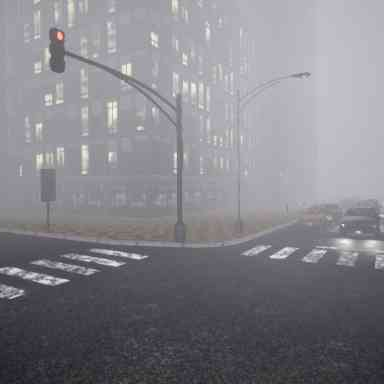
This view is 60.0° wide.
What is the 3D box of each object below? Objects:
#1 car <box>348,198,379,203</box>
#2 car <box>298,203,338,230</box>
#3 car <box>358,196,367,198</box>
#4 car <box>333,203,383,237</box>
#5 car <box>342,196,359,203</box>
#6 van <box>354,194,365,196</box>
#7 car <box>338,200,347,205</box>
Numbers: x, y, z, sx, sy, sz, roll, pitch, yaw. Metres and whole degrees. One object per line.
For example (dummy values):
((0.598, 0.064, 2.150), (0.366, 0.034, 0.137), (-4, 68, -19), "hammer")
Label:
((14.204, 1.476, 26.973), (2.128, 1.511, 4.902), (0, 0, 30), "car")
((7.901, 1.515, 21.128), (1.752, 1.417, 4.829), (-1, 0, 29), "car")
((19.263, 1.485, 35.827), (1.837, 1.490, 4.892), (0, 0, 29), "car")
((9.311, 1.537, 18.308), (2.033, 1.411, 5.357), (0, 0, 29), "car")
((19.065, 1.524, 40.993), (1.887, 1.381, 4.507), (-1, 0, 29), "car")
((30.144, 1.311, 60.713), (1.690, 1.788, 3.998), (-1, 0, 29), "van")
((10.755, 1.553, 26.205), (1.947, 1.339, 4.313), (-1, 0, 29), "car")
